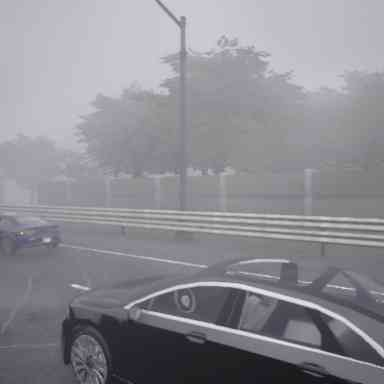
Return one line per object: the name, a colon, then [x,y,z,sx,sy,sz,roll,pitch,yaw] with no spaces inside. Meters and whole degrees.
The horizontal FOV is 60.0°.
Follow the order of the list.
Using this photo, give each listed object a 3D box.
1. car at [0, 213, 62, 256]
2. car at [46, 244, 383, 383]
car: [-7.071,1.546,13.215,4.674,1.442,1.812,0,0,35]
car: [0.577,1.493,3.561,4.902,1.511,2.128,0,0,35]
